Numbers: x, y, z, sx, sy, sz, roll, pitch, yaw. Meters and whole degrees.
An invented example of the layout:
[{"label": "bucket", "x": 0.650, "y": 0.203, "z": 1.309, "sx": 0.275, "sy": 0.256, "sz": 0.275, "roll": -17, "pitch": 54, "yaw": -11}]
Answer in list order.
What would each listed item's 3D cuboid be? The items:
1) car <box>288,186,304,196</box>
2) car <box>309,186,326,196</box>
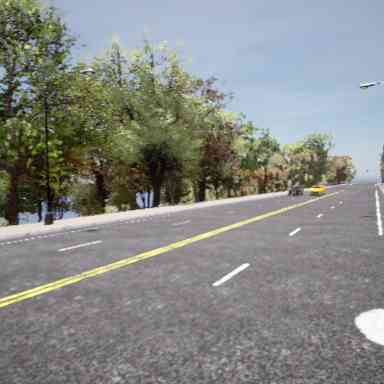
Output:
[{"label": "car", "x": 16.922, "y": -0.194, "z": 53.876, "sx": 1.837, "sy": 1.490, "sz": 4.892, "roll": -1, "pitch": 2, "yaw": 29}, {"label": "car", "x": 19.767, "y": -0.248, "z": 52.306, "sx": 1.882, "sy": 1.535, "sz": 5.008, "roll": -1, "pitch": 2, "yaw": 29}]
